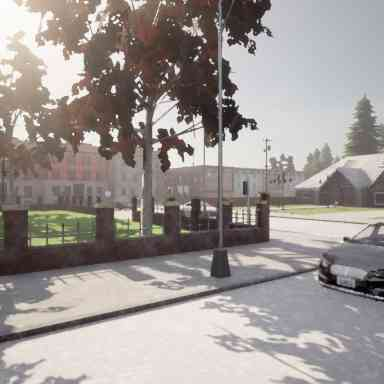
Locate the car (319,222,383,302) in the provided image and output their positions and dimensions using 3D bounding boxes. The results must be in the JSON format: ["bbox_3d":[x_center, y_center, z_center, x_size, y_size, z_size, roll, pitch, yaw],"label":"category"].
[{"bbox_3d":[4.996,1.491,7.952,4.902,1.511,2.128,0,0,-36],"label":"car"}]

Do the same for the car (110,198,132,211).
[{"bbox_3d":[-8.740,1.493,41.699,2.128,1.511,4.902,0,0,-35],"label":"car"}]

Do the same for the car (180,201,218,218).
[{"bbox_3d":[0.645,1.526,28.388,1.812,1.442,4.674,0,0,-36],"label":"car"}]
